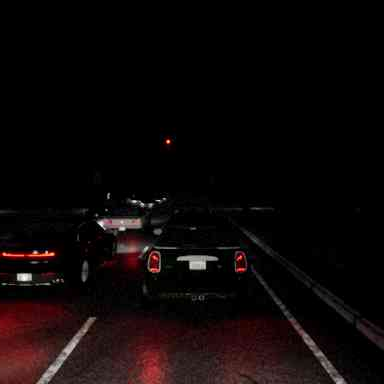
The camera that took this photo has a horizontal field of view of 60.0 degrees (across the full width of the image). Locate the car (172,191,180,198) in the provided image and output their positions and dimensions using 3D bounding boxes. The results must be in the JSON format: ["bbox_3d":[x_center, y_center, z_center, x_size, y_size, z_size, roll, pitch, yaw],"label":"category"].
[{"bbox_3d":[-4.046,0.671,85.626,1.837,1.490,4.892,0,1,-4],"label":"car"}]

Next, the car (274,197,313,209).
[{"bbox_3d":[12.176,1.297,39.178,4.718,1.301,1.895,0,1,-3],"label":"car"}]

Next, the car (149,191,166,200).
[{"bbox_3d":[-7.076,0.953,69.050,2.033,1.411,5.357,0,1,0],"label":"car"}]

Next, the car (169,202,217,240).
[{"bbox_3d":[0.083,1.383,17.315,2.128,1.511,4.902,0,1,1],"label":"car"}]

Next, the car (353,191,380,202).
[{"bbox_3d":[22.152,0.913,39.745,5.566,2.045,2.150,0,1,-3],"label":"car"}]

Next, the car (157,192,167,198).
[{"bbox_3d":[-7.398,0.767,82.345,2.033,1.411,5.357,0,1,-2],"label":"car"}]

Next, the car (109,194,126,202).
[{"bbox_3d":[-10.627,1.114,47.359,2.128,1.511,4.902,0,0,0],"label":"car"}]

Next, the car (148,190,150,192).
[{"bbox_3d":[-10.719,0.529,77.087,2.150,2.045,5.566,0,1,-1],"label":"car"}]

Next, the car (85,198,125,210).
[{"bbox_3d":[-7.118,1.405,27.035,1.895,1.301,4.718,0,1,0],"label":"car"}]

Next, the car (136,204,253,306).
[{"bbox_3d":[0.098,1.321,8.118,2.097,1.767,4.553,0,0,0],"label":"car"}]

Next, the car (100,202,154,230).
[{"bbox_3d":[-3.412,1.482,18.496,1.895,1.301,4.718,0,1,0],"label":"car"}]

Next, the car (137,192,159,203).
[{"bbox_3d":[-7.127,1.108,54.188,2.033,1.411,5.357,0,1,0],"label":"car"}]

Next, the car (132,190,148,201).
[{"bbox_3d":[-10.587,0.789,66.488,2.097,1.767,4.553,0,1,0],"label":"car"}]

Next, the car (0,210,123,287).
[{"bbox_3d":[-3.403,1.466,9.175,1.837,1.490,4.892,0,0,0],"label":"car"}]

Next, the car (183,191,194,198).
[{"bbox_3d":[-0.571,0.686,86.123,1.812,1.442,4.674,0,1,-4],"label":"car"}]
